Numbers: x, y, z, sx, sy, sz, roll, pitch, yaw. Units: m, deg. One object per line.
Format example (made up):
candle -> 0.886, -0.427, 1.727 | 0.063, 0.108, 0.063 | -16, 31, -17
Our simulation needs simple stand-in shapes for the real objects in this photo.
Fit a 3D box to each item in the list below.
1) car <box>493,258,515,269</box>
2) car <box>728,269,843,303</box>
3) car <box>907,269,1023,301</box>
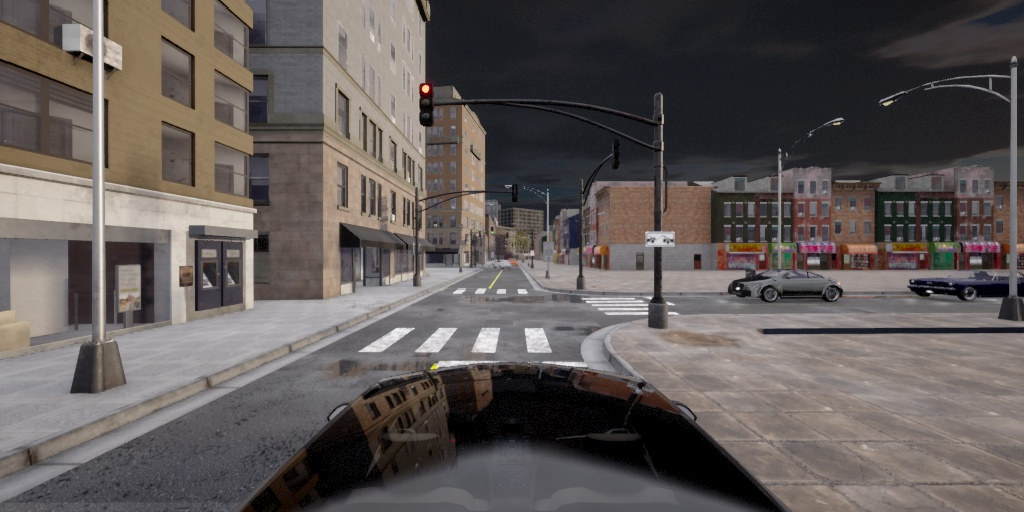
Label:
car -> -1.599, 1.301, 57.433 | 1.812, 1.442, 4.674 | 0, 0, -20
car -> 12.041, 1.261, 15.962 | 4.181, 1.385, 1.994 | 0, 0, 0
car -> 20.827, 1.266, 16.009 | 4.718, 1.301, 1.895 | 0, 0, 0
